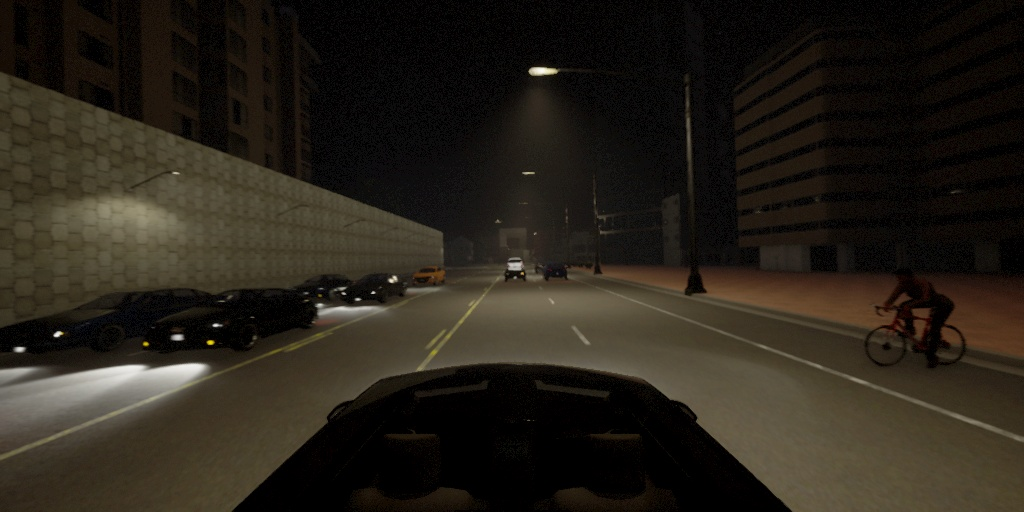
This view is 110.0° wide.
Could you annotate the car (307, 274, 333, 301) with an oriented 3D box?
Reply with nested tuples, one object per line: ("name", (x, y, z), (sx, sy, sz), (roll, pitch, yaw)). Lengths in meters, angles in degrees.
("car", (-10.527, 1.740, 20.341), (1.994, 1.385, 4.181), (-2, 0, 1))

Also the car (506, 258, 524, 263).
("car", (0.401, 1.277, 46.751), (2.150, 2.045, 5.566), (-2, 0, 1))

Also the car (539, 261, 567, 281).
("car", (3.769, 1.334, 32.262), (1.882, 1.535, 5.008), (-2, -1, 0))

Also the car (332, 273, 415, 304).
("car", (-7.051, 1.616, 19.040), (2.033, 1.411, 5.357), (-2, 0, 0))

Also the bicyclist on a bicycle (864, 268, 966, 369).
("bicyclist on a bicycle", (6.641, 1.018, 5.921), (1.656, 1.620, 0.582), (-1, 0, 1))

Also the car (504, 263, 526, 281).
("car", (0.279, 1.558, 32.510), (1.895, 1.301, 4.718), (-2, 0, 1))

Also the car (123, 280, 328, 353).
("car", (-7.148, 1.570, 9.678), (1.994, 1.385, 4.181), (-2, 0, 1))

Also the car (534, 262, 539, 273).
("car", (3.894, 1.448, 46.876), (2.128, 1.511, 4.902), (-2, 0, 1))

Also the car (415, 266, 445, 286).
("car", (-6.893, 1.620, 30.095), (1.882, 1.535, 5.008), (-2, 0, 1))

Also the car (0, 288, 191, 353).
("car", (-10.642, 1.657, 10.424), (2.033, 1.411, 5.357), (-2, 0, 1))
